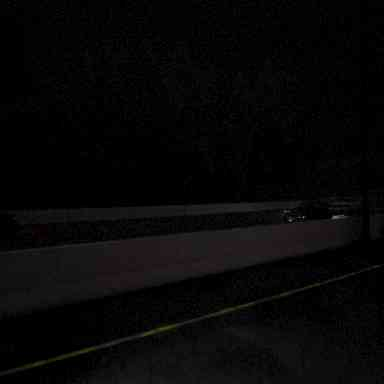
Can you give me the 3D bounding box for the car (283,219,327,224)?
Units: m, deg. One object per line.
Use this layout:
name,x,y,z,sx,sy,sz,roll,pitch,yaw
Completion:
car,8.569,1.705,24.462,4.902,1.511,2.128,0,-1,-42
